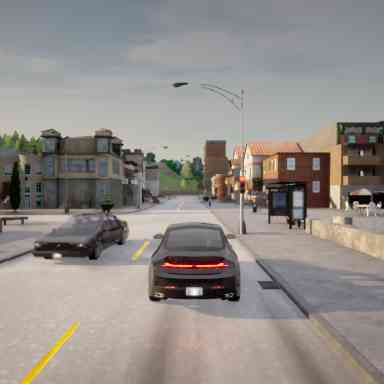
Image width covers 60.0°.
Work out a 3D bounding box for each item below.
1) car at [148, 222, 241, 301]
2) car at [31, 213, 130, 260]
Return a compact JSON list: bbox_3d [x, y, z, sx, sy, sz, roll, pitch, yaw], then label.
[{"bbox_3d":[0.064,1.505,8.288,1.837,1.490,4.892,0,0,1],"label":"car"},{"bbox_3d":[-3.875,1.547,12.734,2.033,1.411,5.357,0,0,5],"label":"car"}]
